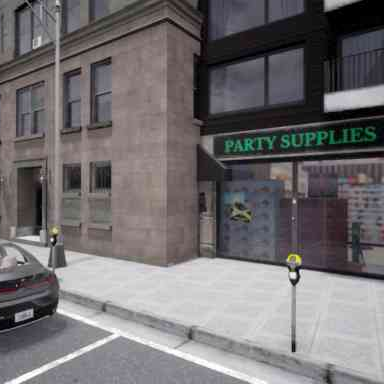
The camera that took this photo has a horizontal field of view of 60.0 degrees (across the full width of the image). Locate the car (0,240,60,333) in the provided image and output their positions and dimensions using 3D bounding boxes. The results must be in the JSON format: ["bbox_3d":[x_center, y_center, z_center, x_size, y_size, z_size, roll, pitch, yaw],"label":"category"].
[{"bbox_3d":[-4.200,1.550,6.080,4.403,1.369,2.008,0,0,36],"label":"car"}]
